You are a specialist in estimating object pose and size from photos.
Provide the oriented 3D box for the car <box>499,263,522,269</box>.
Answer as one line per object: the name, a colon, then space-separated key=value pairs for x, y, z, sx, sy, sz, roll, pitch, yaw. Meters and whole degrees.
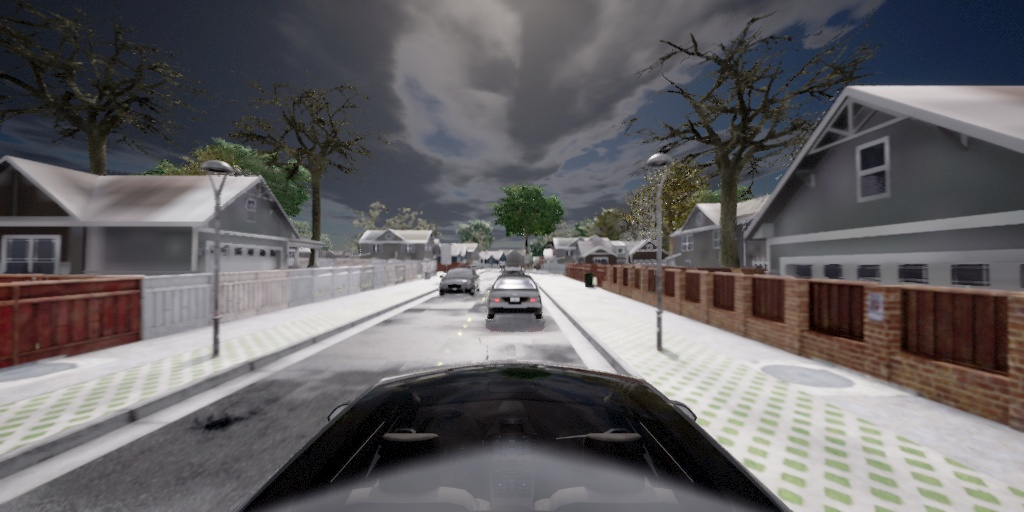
car: x=0.092 y=1.499 z=29.304 sx=1.837 sy=1.490 sz=4.892 roll=0 pitch=-1 yaw=0

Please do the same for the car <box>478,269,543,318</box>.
car: x=0.094 y=1.383 z=13.305 sx=2.033 sy=1.411 sz=5.357 roll=0 pitch=-1 yaw=0

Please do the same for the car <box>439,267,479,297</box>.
car: x=-2.846 y=1.405 z=20.193 sx=1.837 sy=1.490 sz=4.892 roll=0 pitch=-1 yaw=0
